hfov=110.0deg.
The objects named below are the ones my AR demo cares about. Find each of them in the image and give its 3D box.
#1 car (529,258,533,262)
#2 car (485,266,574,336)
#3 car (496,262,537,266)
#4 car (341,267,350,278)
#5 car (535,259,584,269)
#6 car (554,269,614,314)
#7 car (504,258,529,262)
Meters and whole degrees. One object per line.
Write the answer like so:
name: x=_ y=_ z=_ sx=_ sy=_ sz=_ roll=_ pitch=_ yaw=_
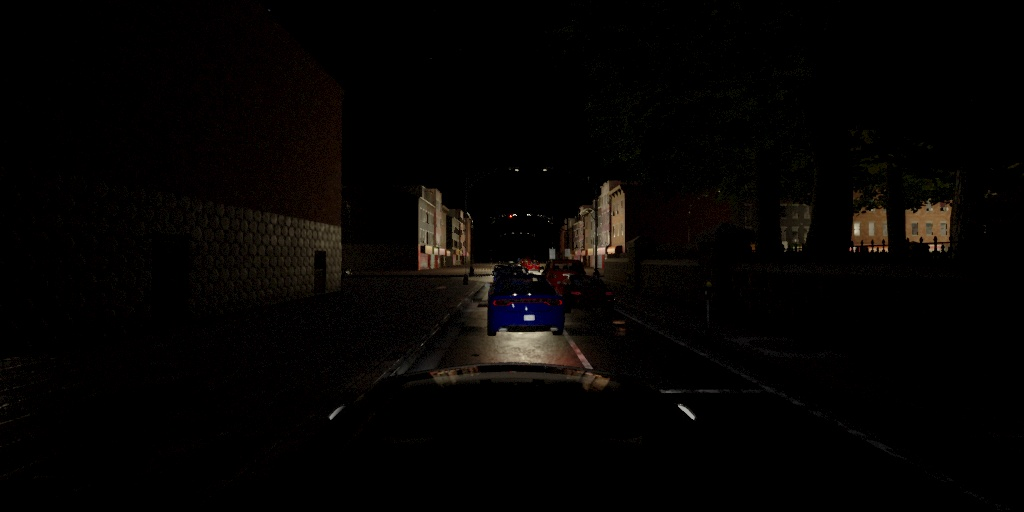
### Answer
car: x=2.628 y=1.355 z=45.433 sx=1.888 sy=1.381 sz=4.507 roll=0 pitch=0 yaw=0
car: x=0.225 y=1.231 z=10.496 sx=1.882 sy=1.535 sz=5.008 roll=0 pitch=0 yaw=-4
car: x=0.066 y=1.238 z=18.048 sx=1.882 sy=1.535 sz=5.008 roll=0 pitch=0 yaw=1
car: x=-16.382 y=1.227 z=30.557 sx=4.902 sy=1.511 sz=2.128 roll=0 pitch=-1 yaw=0
car: x=2.634 y=1.076 z=19.004 sx=2.192 sy=1.841 sz=5.009 roll=0 pitch=0 yaw=0
car: x=2.635 y=1.338 z=13.555 sx=1.802 sy=1.307 sz=4.207 roll=0 pitch=0 yaw=0
car: x=-0.312 y=1.295 z=36.418 sx=2.128 sy=1.511 sz=4.902 roll=1 pitch=0 yaw=19
